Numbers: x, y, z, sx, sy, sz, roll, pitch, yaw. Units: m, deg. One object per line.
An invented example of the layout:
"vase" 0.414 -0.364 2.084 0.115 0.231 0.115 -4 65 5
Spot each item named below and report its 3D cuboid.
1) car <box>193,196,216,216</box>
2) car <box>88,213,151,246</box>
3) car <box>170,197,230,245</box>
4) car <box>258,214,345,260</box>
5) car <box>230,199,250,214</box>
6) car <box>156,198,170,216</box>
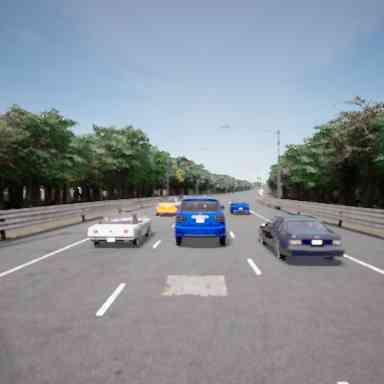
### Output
"car" 1.336 1.348 33.266 2.097 1.767 4.553 0 0 4
"car" -3.103 1.595 15.320 1.895 1.301 4.718 0 0 2
"car" 0.412 1.219 15.766 2.150 2.045 5.566 0 0 2
"car" 3.805 1.548 12.453 2.033 1.411 5.357 0 0 2
"car" 4.984 1.477 35.299 1.882 1.535 5.008 0 0 4
"car" -2.187 1.345 33.058 2.097 1.767 4.553 0 0 4
